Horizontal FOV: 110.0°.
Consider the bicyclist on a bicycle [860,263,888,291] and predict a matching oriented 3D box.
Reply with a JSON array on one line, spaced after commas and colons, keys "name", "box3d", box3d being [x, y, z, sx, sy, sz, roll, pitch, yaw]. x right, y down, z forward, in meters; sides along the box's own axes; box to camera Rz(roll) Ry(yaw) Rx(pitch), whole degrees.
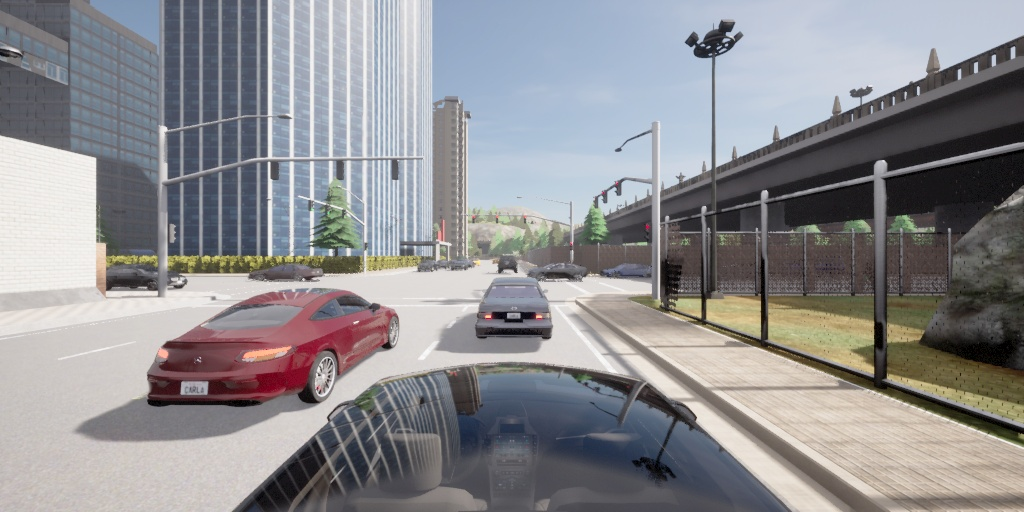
[{"name": "bicyclist on a bicycle", "box3d": [18.266, 1.106, 18.208, 0.582, 1.620, 1.656, 0, 0, 0]}]

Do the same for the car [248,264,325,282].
[{"name": "car", "box3d": [-18.198, 1.354, 29.039, 5.357, 1.411, 2.033, 0, 0, 0]}]

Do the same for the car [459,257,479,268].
[{"name": "car", "box3d": [-7.186, 1.297, 58.783, 2.033, 1.411, 5.357, 0, 0, 0]}]

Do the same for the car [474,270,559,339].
[{"name": "car", "box3d": [0.079, 1.297, 10.031, 2.033, 1.411, 5.357, 0, 0, 1]}]

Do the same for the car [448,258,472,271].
[{"name": "car", "box3d": [-7.180, 1.314, 49.545, 1.994, 1.385, 4.181, 0, 0, 0]}]

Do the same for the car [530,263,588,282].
[{"name": "car", "box3d": [3.576, 1.272, 28.497, 4.902, 1.511, 2.128, 0, 0, -10]}]

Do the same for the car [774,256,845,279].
[{"name": "car", "box3d": [27.012, 1.027, 32.722, 5.566, 2.045, 2.150, 0, 0, 0]}]

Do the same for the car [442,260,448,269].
[{"name": "car", "box3d": [-10.693, 1.276, 55.011, 1.812, 1.442, 4.674, 0, 0, 0]}]

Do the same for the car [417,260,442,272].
[{"name": "car", "box3d": [-10.680, 1.255, 45.772, 1.837, 1.490, 4.892, 0, 0, 0]}]

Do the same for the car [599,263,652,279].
[{"name": "car", "box3d": [10.770, 1.353, 32.660, 5.357, 1.411, 2.033, 0, 0, 0]}]

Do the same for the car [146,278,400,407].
[{"name": "car", "box3d": [-3.450, 1.276, 6.211, 1.812, 1.442, 4.674, 0, 0, 0]}]

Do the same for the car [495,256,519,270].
[{"name": "car", "box3d": [-0.394, 0.970, 43.574, 2.150, 2.045, 5.566, 0, 0, 4]}]

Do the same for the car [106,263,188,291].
[{"name": "car", "box3d": [-22.584, 1.331, 21.840, 4.674, 1.442, 1.812, 0, 0, 0]}]

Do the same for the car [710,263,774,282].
[{"name": "car", "box3d": [18.051, 1.308, 29.190, 4.892, 1.490, 1.837, -1, 0, 0]}]
